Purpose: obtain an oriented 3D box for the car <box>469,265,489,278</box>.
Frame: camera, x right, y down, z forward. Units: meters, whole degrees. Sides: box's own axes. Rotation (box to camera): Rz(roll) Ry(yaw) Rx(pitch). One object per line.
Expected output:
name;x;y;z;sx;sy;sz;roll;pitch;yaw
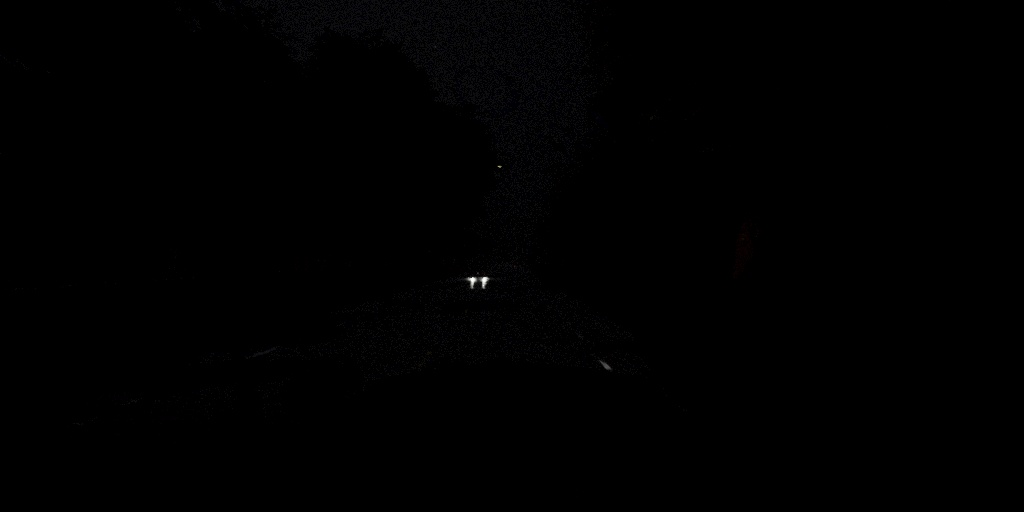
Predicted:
car;-3.579;1.652;39.589;1.994;1.385;4.181;0;-1;0
